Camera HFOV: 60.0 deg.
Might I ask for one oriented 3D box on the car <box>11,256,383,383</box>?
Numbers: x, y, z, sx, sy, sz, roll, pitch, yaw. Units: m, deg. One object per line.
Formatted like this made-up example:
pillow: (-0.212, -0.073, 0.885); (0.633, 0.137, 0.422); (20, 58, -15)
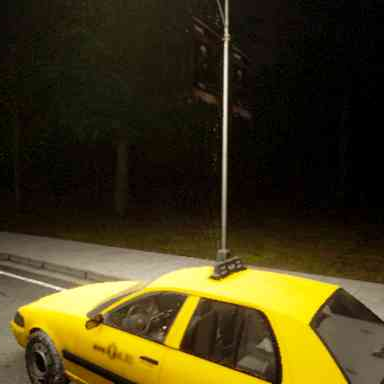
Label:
car: (0.118, 1.460, 3.479); (5.366, 1.575, 1.801); (0, 0, 35)
